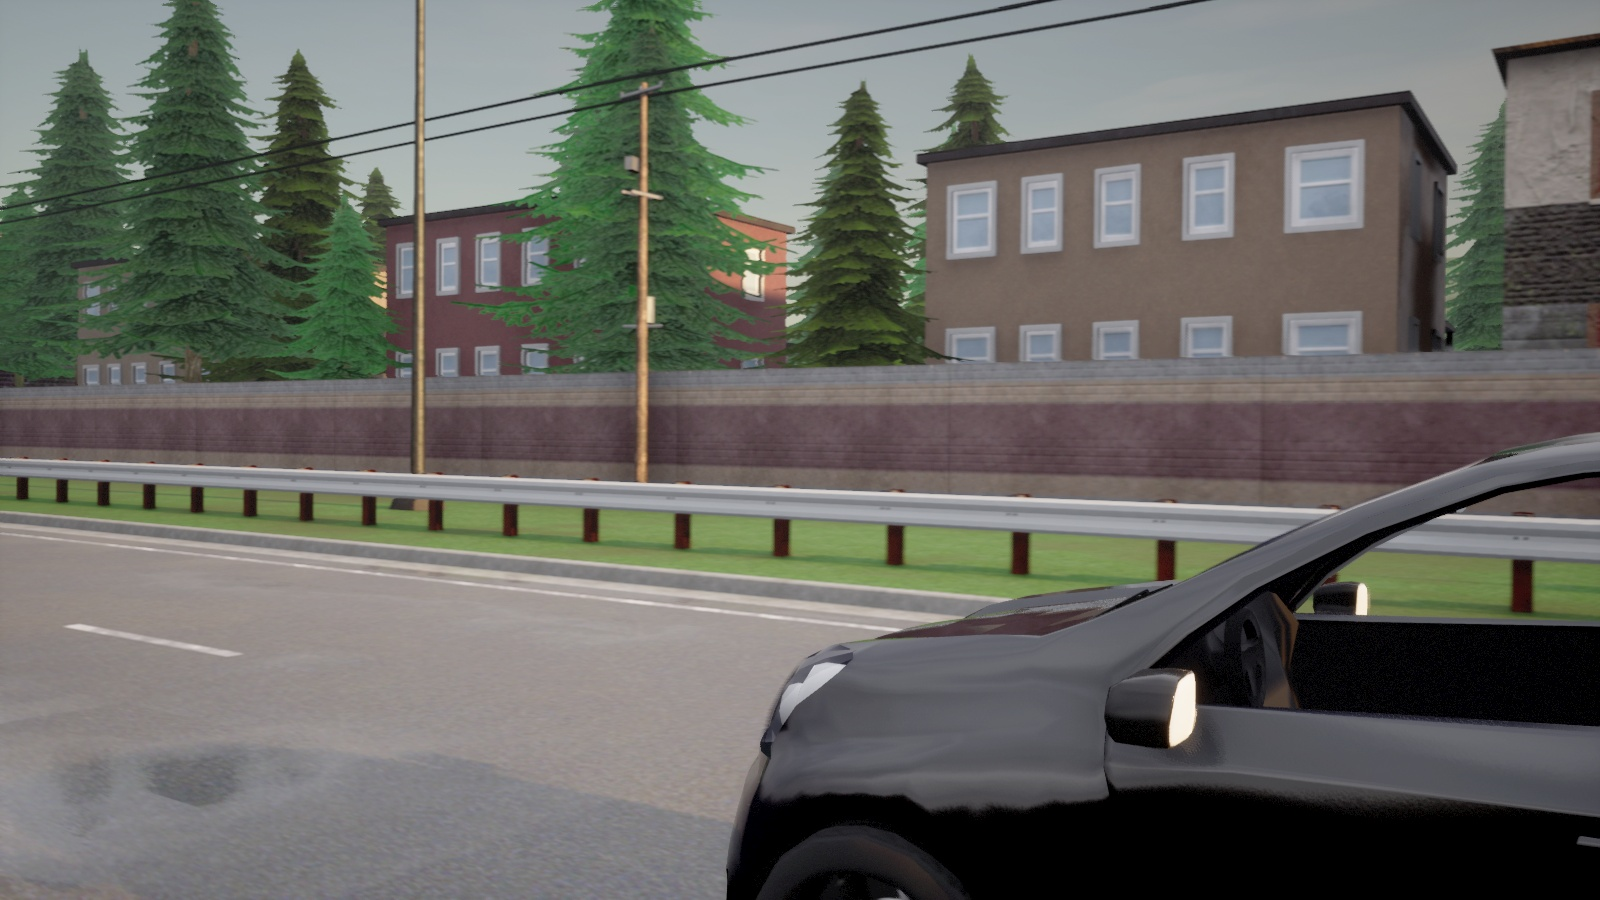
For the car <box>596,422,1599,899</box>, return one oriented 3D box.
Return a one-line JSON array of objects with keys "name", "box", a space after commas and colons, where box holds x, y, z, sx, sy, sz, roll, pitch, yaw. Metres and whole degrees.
[{"name": "car", "box": [1.574, 0.696, 2.578, 3.633, 1.501, 1.845, 0, 1, 34]}]
